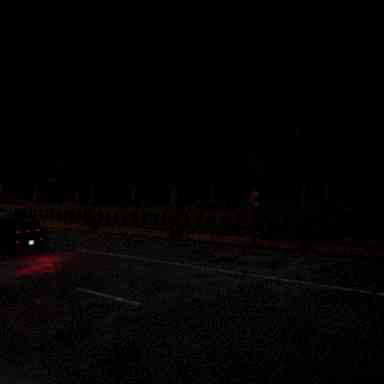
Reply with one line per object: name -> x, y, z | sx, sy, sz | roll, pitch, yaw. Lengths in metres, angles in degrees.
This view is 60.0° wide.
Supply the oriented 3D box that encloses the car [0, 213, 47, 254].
car -> -7.989, 1.642, 13.873 | 4.892, 1.490, 1.837 | 0, 0, 36
